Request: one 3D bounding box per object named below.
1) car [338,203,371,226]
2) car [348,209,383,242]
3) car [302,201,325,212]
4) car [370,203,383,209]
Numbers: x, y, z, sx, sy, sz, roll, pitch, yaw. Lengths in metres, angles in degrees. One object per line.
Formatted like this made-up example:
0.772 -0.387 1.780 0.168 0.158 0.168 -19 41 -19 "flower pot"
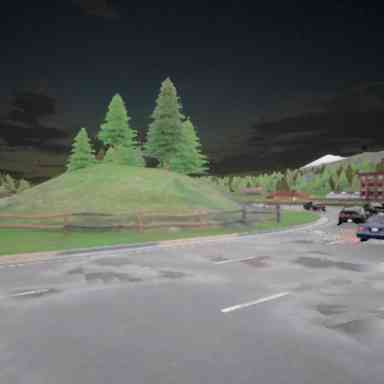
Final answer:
12.807 1.870 26.378 1.837 1.490 4.892 1 0 32 "car"
10.056 1.793 16.942 2.033 1.411 5.357 0 -1 44 "car"
18.002 2.153 49.284 1.837 1.490 4.892 1 -1 -3 "car"
20.992 2.055 38.843 1.837 1.490 4.892 0 0 10 "car"
